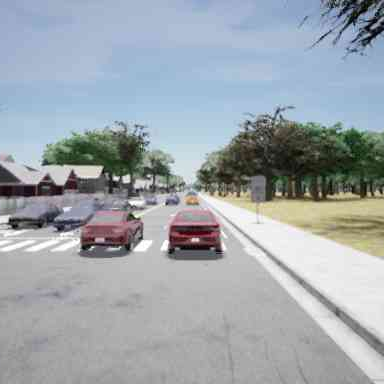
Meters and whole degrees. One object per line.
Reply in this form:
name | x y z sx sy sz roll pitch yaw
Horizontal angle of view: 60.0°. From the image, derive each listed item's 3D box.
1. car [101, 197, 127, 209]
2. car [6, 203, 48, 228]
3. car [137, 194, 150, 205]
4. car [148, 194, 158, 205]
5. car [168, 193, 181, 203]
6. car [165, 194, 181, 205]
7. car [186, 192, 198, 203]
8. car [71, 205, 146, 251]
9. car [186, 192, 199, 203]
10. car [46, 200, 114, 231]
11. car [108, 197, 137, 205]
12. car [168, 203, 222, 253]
car | -9.818 1.368 42.337 2.033 1.411 5.357 0 0 0
car | -9.876 1.460 21.638 2.033 1.411 5.357 0 0 -3
car | -6.571 1.358 39.829 1.812 1.442 4.674 0 0 0
car | -6.527 1.130 51.380 2.097 1.767 4.553 0 0 1
car | -3.231 1.081 61.778 2.097 1.767 4.553 0 0 0
car | -3.132 1.302 51.813 1.812 1.442 4.674 0 0 0
car | 0.019 0.951 61.812 2.150 2.045 5.566 0 0 0
car | -3.145 1.471 13.662 1.812 1.442 4.674 0 0 0
car | 0.114 1.256 51.412 1.882 1.535 5.008 0 0 0
car | -6.591 1.465 20.314 2.033 1.411 5.357 0 0 0
car | -6.592 1.370 29.775 2.128 1.511 4.902 0 0 0
car | 0.105 1.423 13.391 1.882 1.535 5.008 0 0 0
